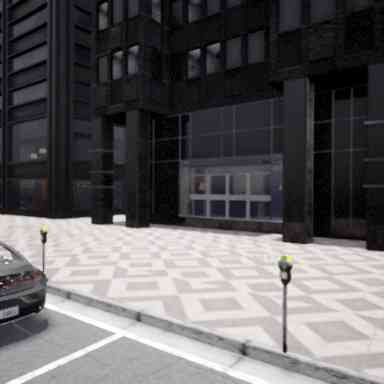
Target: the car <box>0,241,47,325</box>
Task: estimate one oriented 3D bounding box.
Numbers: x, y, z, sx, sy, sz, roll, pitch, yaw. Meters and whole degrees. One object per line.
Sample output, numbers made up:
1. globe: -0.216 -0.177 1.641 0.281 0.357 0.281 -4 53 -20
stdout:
1. car: -4.432 1.517 6.125 4.403 1.369 2.008 0 0 36
